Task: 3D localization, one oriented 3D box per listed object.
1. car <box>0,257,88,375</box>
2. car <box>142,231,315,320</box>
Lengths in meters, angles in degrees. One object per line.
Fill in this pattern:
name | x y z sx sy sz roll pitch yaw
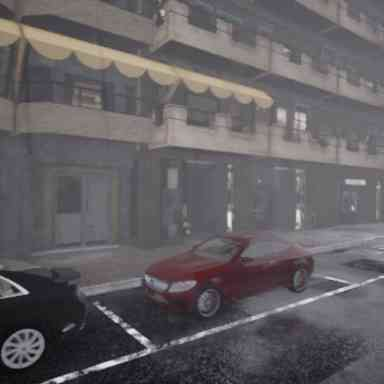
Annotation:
car | -3.547 1.555 4.013 4.403 1.369 2.008 0 1 -35
car | 0.969 1.557 7.232 4.206 1.307 1.802 0 1 -35
